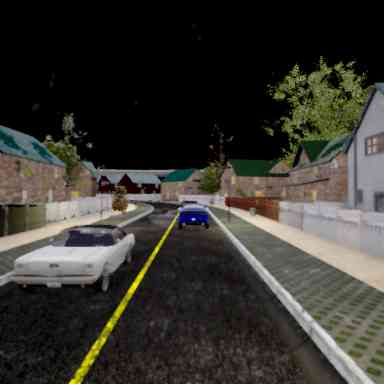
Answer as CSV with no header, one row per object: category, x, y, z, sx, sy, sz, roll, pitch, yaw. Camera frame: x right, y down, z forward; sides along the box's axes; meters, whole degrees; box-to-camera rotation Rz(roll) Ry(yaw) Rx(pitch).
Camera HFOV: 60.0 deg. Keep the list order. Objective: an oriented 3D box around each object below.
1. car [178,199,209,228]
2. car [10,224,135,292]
car,0.098,1.487,22.360,1.882,1.535,5.008,0,0,0
car,-2.851,1.607,9.062,1.895,1.301,4.718,0,0,0
